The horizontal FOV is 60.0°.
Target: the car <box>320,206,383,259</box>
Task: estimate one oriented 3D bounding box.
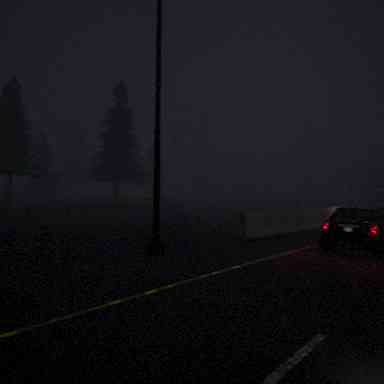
[{"bbox_3d":[6.770,1.302,12.760,2.097,1.767,4.553,2,1,44],"label":"car"}]
